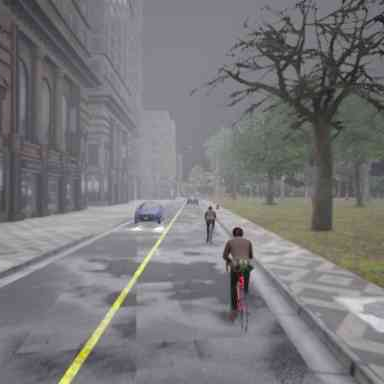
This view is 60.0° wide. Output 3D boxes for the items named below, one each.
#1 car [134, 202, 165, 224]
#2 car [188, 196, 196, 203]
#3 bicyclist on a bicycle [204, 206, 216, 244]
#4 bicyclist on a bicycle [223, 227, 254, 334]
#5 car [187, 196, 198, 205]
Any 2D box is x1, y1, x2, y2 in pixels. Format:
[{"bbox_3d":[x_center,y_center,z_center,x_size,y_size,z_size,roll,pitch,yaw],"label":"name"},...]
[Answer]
[{"bbox_3d":[-3.100,1.500,24.951,1.882,1.535,5.008,0,0,0],"label":"car"},{"bbox_3d":[0.003,1.690,74.990,1.812,1.442,4.674,0,0,0],"label":"car"},{"bbox_3d":[0.824,1.462,14.816,0.582,1.620,1.656,0,0,0],"label":"bicyclist on a bicycle"},{"bbox_3d":[0.824,1.456,5.818,0.582,1.620,1.656,0,0,0],"label":"bicyclist on a bicycle"},{"bbox_3d":[0.100,1.460,61.922,2.097,1.767,4.553,0,0,0],"label":"car"}]
